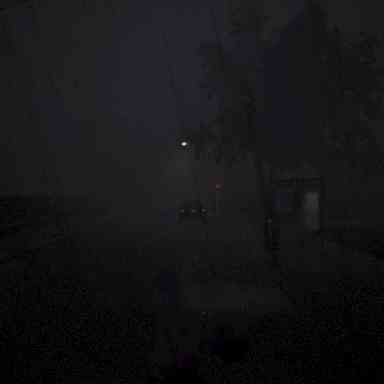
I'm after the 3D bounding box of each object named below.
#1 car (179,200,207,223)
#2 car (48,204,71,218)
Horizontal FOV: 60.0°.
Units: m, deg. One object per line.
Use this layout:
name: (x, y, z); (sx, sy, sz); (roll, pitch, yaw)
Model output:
car: (0.107, 1.413, 26.302); (2.097, 1.767, 4.553); (0, 0, 1)
car: (-12.814, 1.416, 27.174); (5.357, 1.415, 2.033); (0, 0, 3)
